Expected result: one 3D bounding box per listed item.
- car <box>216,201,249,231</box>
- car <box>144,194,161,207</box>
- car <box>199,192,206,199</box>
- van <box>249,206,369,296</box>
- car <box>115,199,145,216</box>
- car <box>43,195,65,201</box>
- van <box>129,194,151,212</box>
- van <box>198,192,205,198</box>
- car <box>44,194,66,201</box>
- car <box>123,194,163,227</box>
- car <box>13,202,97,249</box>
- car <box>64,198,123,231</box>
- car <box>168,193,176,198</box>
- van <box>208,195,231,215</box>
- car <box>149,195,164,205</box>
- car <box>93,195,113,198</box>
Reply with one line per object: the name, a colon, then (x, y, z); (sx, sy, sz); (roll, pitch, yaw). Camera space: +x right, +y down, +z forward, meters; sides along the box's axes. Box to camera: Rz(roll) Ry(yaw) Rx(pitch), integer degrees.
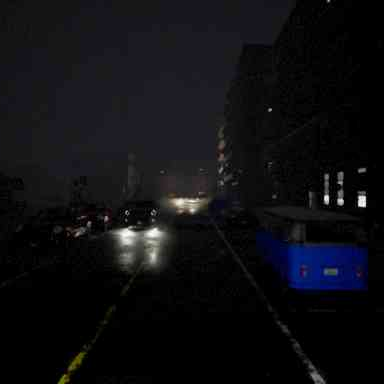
car: (2.697, 1.444, 19.586); (1.887, 1.381, 4.507); (1, 0, 0)
car: (-5.655, 1.176, 47.779); (1.967, 1.590, 4.097); (1, 0, 0)
car: (2.684, 1.037, 85.946); (2.008, 1.369, 4.403); (1, 0, 0)
van: (2.702, 1.300, 8.290); (1.690, 1.788, 3.998); (1, 0, 0)
car: (-5.653, 1.381, 30.842); (1.887, 1.381, 4.507); (1, 0, 0)
car: (-30.694, 1.353, 73.885); (4.206, 1.307, 1.802); (0, 0, 1)
van: (-5.651, 1.145, 36.487); (1.690, 1.788, 3.998); (1, 0, 0)
van: (2.686, 0.788, 91.524); (1.690, 1.788, 3.998); (1, 0, 0)
car: (-26.390, 1.119, 65.188); (4.097, 1.590, 1.967); (0, 0, 1)
car: (-3.104, 1.239, 21.897); (2.097, 1.767, 4.553); (0, 0, 0)
car: (-5.654, 1.370, 13.904); (1.967, 1.590, 4.097); (1, 0, 0)
car: (-5.649, 1.340, 19.551); (1.967, 1.590, 4.097); (1, 0, 0)
car: (-5.698, 1.029, 91.489); (1.802, 1.307, 4.206); (1, 0, 0)
van: (2.698, 1.178, 30.876); (1.690, 1.788, 3.998); (1, 0, 0)
car: (-5.657, 1.247, 53.425); (1.887, 1.381, 4.507); (1, 0, 0)
car: (-19.733, 1.271, 73.737); (4.403, 1.369, 2.008); (0, 0, 1)
